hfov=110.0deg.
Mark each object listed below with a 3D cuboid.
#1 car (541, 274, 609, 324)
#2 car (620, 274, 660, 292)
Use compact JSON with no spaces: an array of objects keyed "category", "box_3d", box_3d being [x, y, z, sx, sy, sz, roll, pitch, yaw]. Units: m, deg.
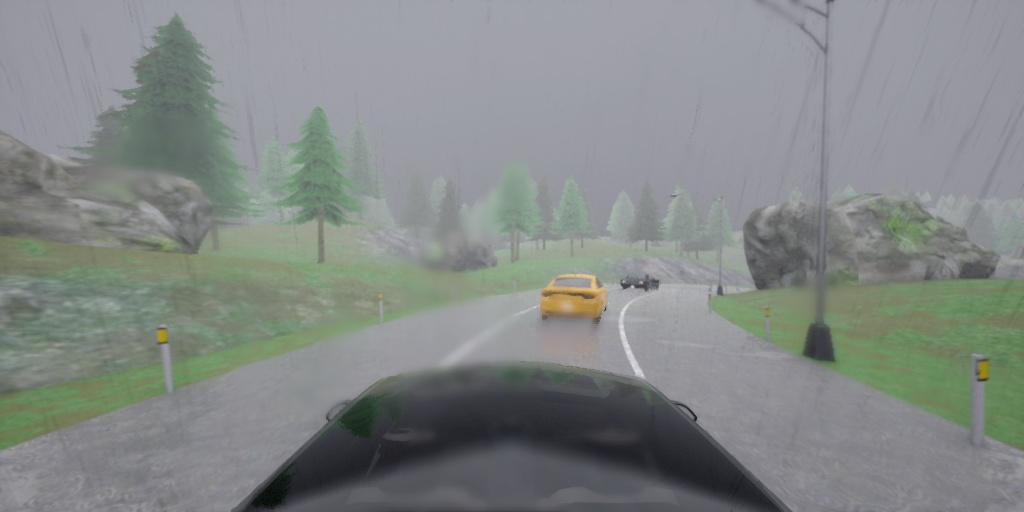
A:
[{"category":"car","box_3d":[2.391,1.396,13.003,1.882,1.535,5.008,1,-1,18]},{"category":"car","box_3d":[10.079,2.026,27.909,1.895,1.301,4.718,2,-1,35]}]
